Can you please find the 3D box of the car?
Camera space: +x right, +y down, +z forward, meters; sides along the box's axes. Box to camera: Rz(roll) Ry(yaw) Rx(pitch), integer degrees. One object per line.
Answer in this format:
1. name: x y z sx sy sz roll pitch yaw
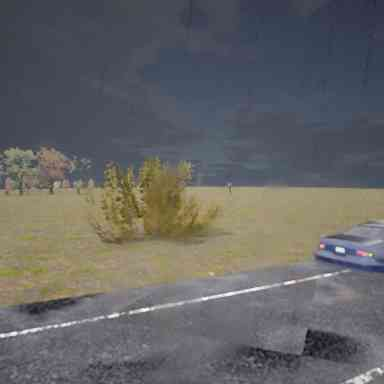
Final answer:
1. car: 6.058 1.543 9.767 5.357 1.411 2.033 0 0 -28
